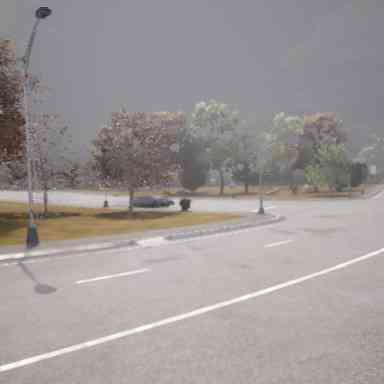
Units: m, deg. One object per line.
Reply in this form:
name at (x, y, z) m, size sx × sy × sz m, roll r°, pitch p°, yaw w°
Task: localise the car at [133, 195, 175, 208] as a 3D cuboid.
car at (-4.456, 1.001, 37.411) m, size 5.357 × 1.411 × 2.033 m, roll 0°, pitch 3°, yaw 36°
